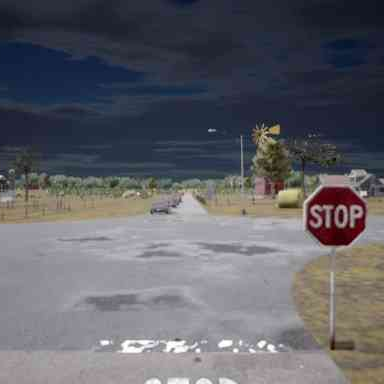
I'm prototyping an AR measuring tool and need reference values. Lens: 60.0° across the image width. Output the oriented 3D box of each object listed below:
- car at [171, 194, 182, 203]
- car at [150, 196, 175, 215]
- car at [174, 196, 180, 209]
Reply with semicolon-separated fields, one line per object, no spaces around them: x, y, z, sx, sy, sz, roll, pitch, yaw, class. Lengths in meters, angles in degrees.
-3.191;1.533;58.870;1.837;1.490;4.892;0;0;0;car
-3.147;1.506;34.395;1.837;1.490;4.892;0;0;3;car
-3.141;1.573;46.044;1.994;1.385;4.181;0;0;0;car
